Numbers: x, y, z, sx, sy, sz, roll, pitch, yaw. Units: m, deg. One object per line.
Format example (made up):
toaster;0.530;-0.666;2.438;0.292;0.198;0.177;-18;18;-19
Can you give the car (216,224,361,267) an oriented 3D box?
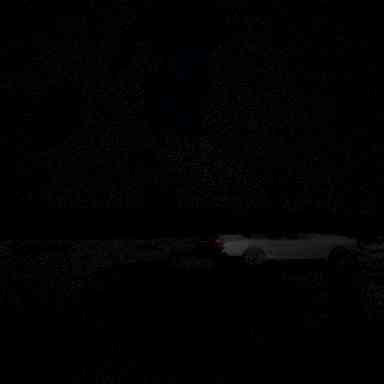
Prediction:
car;3.293;1.799;11.710;4.718;1.301;1.895;0;-1;-4
